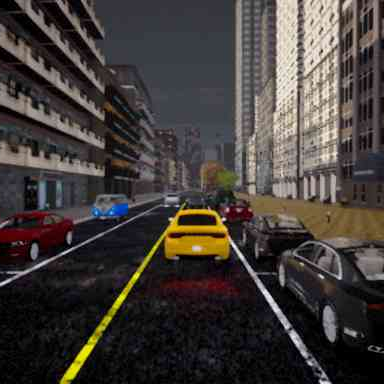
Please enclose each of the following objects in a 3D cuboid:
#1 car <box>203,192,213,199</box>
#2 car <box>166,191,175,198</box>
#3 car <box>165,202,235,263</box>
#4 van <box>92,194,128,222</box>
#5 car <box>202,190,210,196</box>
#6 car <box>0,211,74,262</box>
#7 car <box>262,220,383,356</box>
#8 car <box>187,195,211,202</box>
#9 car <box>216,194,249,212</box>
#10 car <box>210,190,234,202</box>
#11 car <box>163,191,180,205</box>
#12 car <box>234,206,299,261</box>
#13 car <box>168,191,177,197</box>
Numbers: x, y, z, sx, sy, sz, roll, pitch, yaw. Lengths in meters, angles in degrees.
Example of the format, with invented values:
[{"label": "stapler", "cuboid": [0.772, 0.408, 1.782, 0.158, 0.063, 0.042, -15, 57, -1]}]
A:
[{"label": "car", "cuboid": [3.397, 0.679, 72.185, 1.947, 1.339, 4.313, 0, 1, 1]}, {"label": "car", "cuboid": [-4.932, 0.574, 77.619, 1.752, 1.417, 4.829, 0, 1, 1]}, {"label": "car", "cuboid": [0.185, 1.328, 11.461, 1.882, 1.535, 5.008, 0, 1, 1]}, {"label": "van", "cuboid": [-5.467, 1.048, 22.565, 1.690, 1.788, 3.998, 0, 1, 1]}, {"label": "car", "cuboid": [3.289, 0.792, 61.141, 2.008, 1.369, 4.403, 0, 1, 1]}, {"label": "car", "cuboid": [-5.575, 1.392, 11.524, 1.887, 1.381, 4.507, 0, 1, 1]}, {"label": "car", "cuboid": [2.752, 1.473, 5.919, 2.008, 1.369, 4.403, 0, 1, 1]}, {"label": "car", "cuboid": [0.361, 1.234, 28.528, 1.895, 1.301, 4.718, 0, 1, 1]}, {"label": "car", "cuboid": [2.913, 1.150, 22.484, 1.967, 1.590, 4.097, 0, 1, 1]}, {"label": "car", "cuboid": [3.461, 0.767, 36.243, 2.150, 2.045, 5.566, 0, 1, 1]}, {"label": "car", "cuboid": [-2.654, 0.961, 44.707, 1.812, 1.442, 4.674, 0, 1, 1]}, {"label": "car", "cuboid": [2.806, 1.402, 11.442, 2.008, 1.369, 4.403, 0, 1, 1]}, {"label": "car", "cuboid": [-4.877, 0.551, 83.312, 1.947, 1.339, 4.313, 0, 1, 1]}]
